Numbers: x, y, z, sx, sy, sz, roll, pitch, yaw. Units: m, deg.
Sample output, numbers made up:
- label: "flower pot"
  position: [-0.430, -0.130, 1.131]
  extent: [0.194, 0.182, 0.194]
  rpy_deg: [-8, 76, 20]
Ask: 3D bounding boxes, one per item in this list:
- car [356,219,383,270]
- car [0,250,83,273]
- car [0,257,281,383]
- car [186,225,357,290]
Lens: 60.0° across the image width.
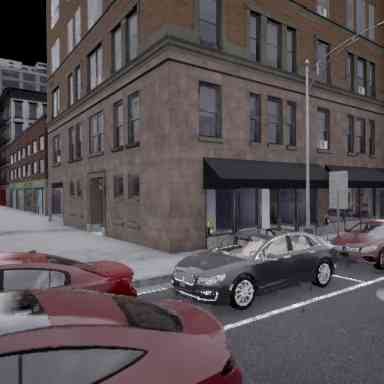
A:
- label: "car"
  position: [6.133, 1.581, 10.931]
  extent: [4.206, 1.307, 1.802]
  rpy_deg: [0, -1, -36]
- label: "car"
  position: [-2.950, 1.545, 4.438]
  extent: [4.507, 1.381, 1.887]
  rpy_deg: [0, -1, -36]
- label: "car"
  position: [-1.702, 1.526, 2.162]
  extent: [4.674, 1.442, 1.812]
  rpy_deg: [0, 0, -36]
- label: "car"
  position: [1.591, 1.550, 7.684]
  extent: [4.403, 1.369, 2.008]
  rpy_deg: [0, -1, -36]
